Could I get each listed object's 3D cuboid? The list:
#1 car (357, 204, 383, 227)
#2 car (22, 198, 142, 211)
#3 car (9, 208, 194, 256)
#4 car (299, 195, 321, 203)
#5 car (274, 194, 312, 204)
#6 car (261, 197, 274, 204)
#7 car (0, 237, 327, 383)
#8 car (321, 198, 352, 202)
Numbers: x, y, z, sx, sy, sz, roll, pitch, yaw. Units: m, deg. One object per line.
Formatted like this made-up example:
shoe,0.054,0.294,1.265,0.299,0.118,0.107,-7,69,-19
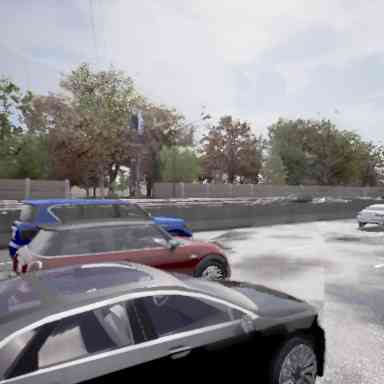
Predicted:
car,12.291,1.511,21.120,4.674,1.442,1.812,0,0,-36
car,-2.591,1.218,10.497,5.566,2.045,2.150,0,0,-36
car,-1.302,1.349,7.117,4.553,1.767,2.097,0,0,-36
car,16.019,1.484,41.194,4.902,1.511,2.128,0,0,-35
car,13.921,1.215,43.995,5.566,2.045,2.150,1,0,-35
car,11.831,1.483,46.800,4.902,1.511,2.128,0,0,-35
car,-0.631,1.490,3.294,4.902,1.511,2.128,0,0,-36
car,16.926,1.554,37.551,4.181,1.385,1.994,0,0,-35
